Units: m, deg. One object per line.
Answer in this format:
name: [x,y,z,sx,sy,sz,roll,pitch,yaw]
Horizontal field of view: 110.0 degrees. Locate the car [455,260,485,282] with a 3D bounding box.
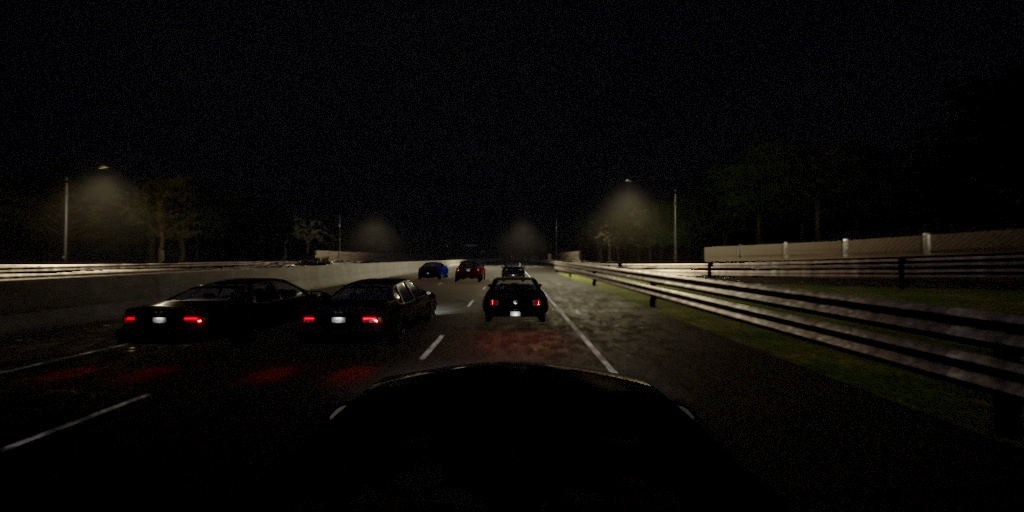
car: [-3.398,1.140,29.931,2.097,1.767,4.553,0,0,0]

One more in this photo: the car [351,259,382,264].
car: [-17.497,1.200,44.313,2.097,1.767,4.553,0,0,0]

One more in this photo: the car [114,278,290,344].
car: [-6.899,1.302,9.523,2.033,1.411,5.357,0,0,0]

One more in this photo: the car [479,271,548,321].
car: [0.101,1.359,12.420,1.895,1.301,4.718,0,0,0]

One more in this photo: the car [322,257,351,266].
car: [-20.997,1.166,44.285,1.812,1.442,4.674,0,0,0]

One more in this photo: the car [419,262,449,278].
car: [-6.898,1.271,31.884,1.882,1.535,5.008,0,0,0]

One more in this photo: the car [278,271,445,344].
car: [-3.399,1.302,9.528,2.033,1.411,5.357,0,0,0]

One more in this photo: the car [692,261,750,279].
car: [18.206,1.237,31.541,1.882,1.535,5.008,0,-2,-20]

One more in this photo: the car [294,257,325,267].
car: [-24.497,1.163,44.254,2.150,2.045,5.566,0,0,0]

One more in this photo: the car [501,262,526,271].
car: [0.102,1.281,30.155,2.128,1.511,4.902,0,0,0]
